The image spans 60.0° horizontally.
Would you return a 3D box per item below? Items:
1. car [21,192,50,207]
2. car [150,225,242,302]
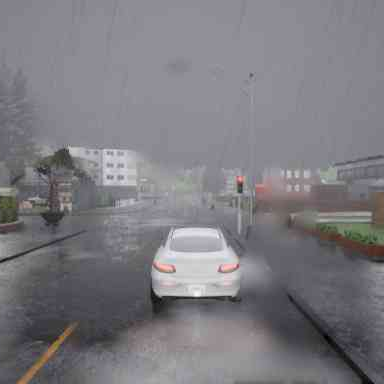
[{"bbox_3d":[-19.817,0.984,42.788,1.905,1.878,3.866,0,0,35],"label":"car"},{"bbox_3d":[0.086,1.525,8.133,1.812,1.442,4.674,0,0,0],"label":"car"}]
